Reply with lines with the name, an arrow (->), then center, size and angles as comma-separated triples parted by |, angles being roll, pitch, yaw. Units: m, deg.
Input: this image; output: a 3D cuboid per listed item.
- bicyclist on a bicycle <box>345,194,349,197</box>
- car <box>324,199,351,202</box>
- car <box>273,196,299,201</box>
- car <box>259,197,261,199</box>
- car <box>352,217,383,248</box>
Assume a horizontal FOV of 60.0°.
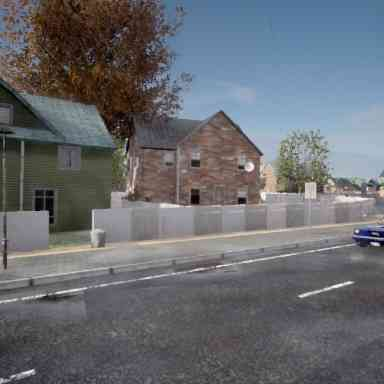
bicyclist on a bicycle -> 20.153, 1.035, 43.350 | 1.656, 1.620, 0.582 | 1, 0, -20
car -> 16.237, 1.190, 36.844 | 1.837, 1.490, 4.892 | 1, 1, -20
car -> 12.924, 1.009, 46.171 | 1.882, 1.535, 5.008 | 1, 0, -20
car -> 9.618, 0.978, 55.496 | 1.895, 1.301, 4.718 | 1, 0, -19
car -> 8.603, 1.613, 13.552 | 4.718, 1.301, 1.895 | 0, 0, -34
